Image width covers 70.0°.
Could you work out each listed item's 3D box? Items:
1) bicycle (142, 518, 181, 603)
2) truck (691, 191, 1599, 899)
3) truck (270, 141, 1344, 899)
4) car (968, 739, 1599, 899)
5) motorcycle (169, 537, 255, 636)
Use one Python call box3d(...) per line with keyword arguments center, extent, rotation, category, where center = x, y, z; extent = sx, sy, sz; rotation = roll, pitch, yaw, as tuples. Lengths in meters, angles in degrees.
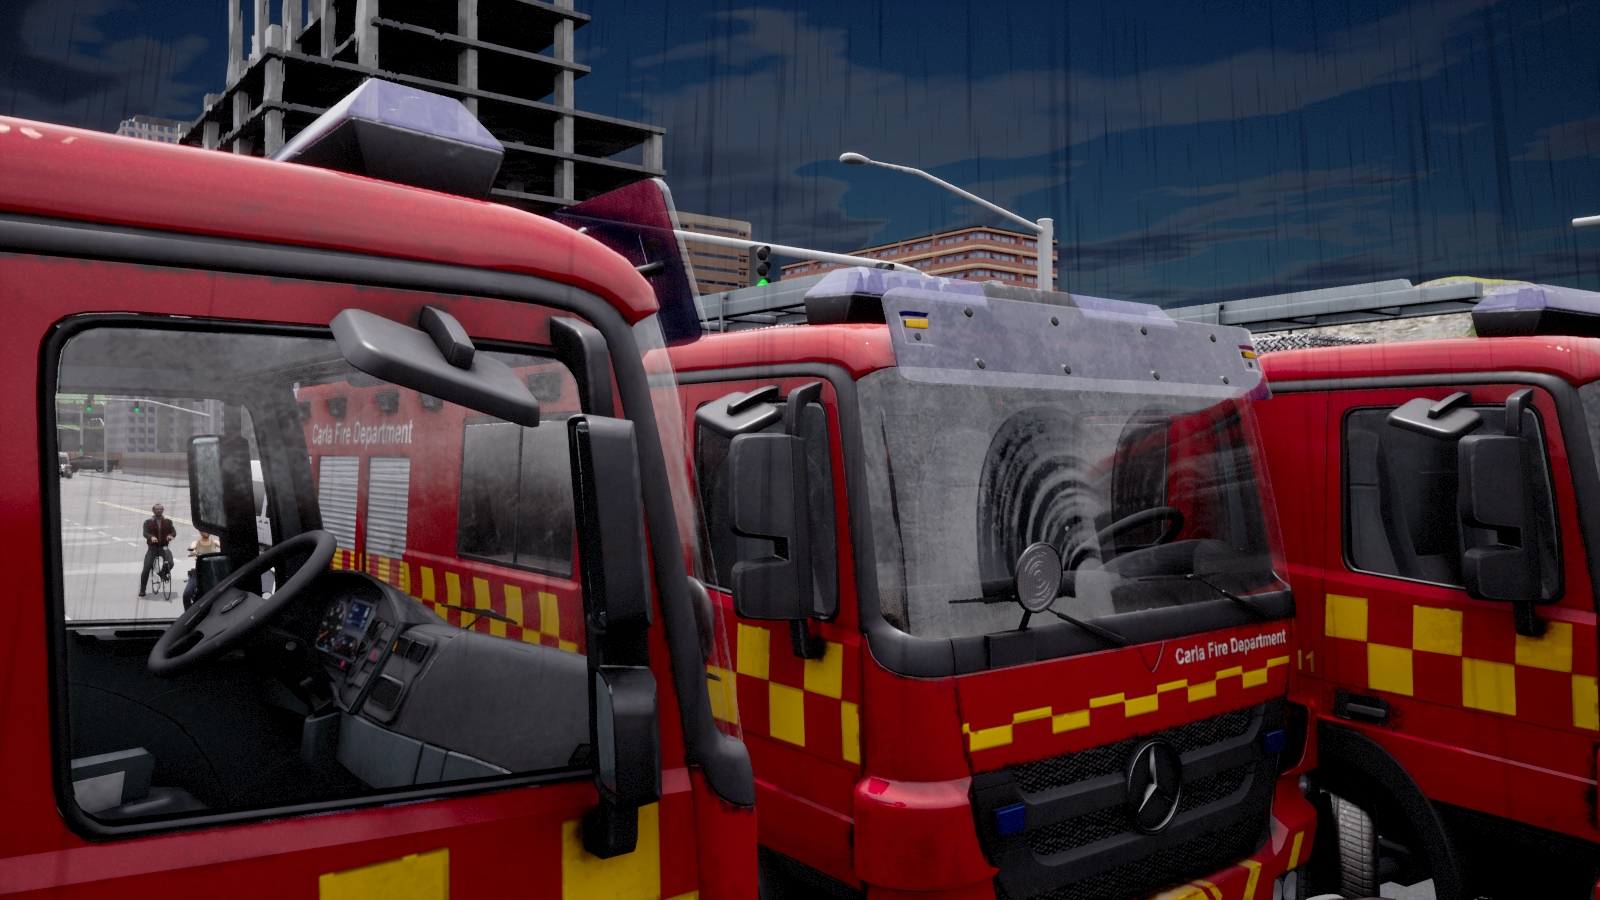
box3d(center=(-12.095, 2.060, 21.614), extent=(0.329, 1.471, 1.835), rotation=(0, 0, -39), category="bicycle")
box3d(center=(2.348, 0.890, 8.605), extent=(2.891, 3.827, 8.468), rotation=(0, 0, -31), category="truck")
box3d(center=(-1.099, 0.890, 8.003), extent=(2.891, 3.827, 8.468), rotation=(0, 0, -38), category="truck")
box3d(center=(2.437, 2.065, 3.109), extent=(1.970, 1.475, 3.806), rotation=(0, 0, -30), category="car")
box3d(center=(-9.533, 2.155, 18.464), extent=(0.764, 1.307, 2.356), rotation=(0, 0, -39), category="motorcycle")
